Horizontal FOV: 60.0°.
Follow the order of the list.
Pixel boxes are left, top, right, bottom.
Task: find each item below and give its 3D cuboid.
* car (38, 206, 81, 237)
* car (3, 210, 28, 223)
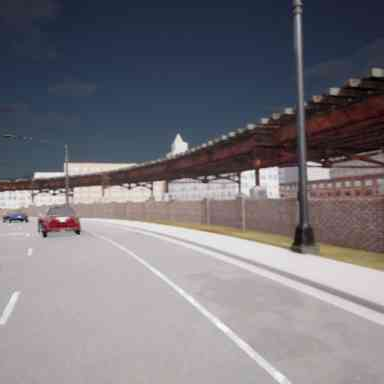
[{"bbox_3d":[-8.325,1.682,20.682,2.097,1.767,4.553,-1,-1,-28],"label":"car"},{"bbox_3d":[-20.423,2.816,38.506,1.994,1.385,4.181,0,-3,-40],"label":"car"}]
